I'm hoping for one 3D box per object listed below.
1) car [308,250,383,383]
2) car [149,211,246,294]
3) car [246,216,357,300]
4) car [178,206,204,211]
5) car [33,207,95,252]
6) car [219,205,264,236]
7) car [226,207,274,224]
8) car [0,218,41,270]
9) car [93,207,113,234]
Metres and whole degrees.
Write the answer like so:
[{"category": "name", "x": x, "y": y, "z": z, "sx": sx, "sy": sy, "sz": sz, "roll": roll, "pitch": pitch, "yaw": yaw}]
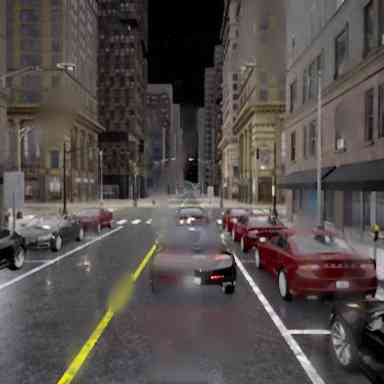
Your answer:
[{"category": "car", "x": 2.747, "y": 1.566, "z": 2.769, "sx": 1.947, "sy": 1.339, "sz": 4.313, "roll": -1, "pitch": 0, "yaw": 0}, {"category": "car", "x": 0.033, "y": 1.493, "z": 8.797, "sx": 2.128, "sy": 1.511, "sz": 4.902, "roll": 0, "pitch": 0, "yaw": 0}, {"category": "car", "x": 2.734, "y": 1.546, "z": 8.273, "sx": 1.887, "sy": 1.381, "sz": 4.507, "roll": -1, "pitch": 0, "yaw": 0}, {"category": "car", "x": -0.041, "y": 1.509, "z": 17.901, "sx": 1.837, "sy": 1.490, "sz": 4.892, "roll": 0, "pitch": 0, "yaw": 0}, {"category": "car", "x": -5.804, "y": 1.554, "z": 13.759, "sx": 2.008, "sy": 1.369, "sz": 4.403, "roll": -1, "pitch": 0, "yaw": 0}, {"category": "car", "x": 2.708, "y": 1.549, "z": 19.284, "sx": 1.887, "sy": 1.381, "sz": 4.507, "roll": -1, "pitch": 0, "yaw": 0}, {"category": "car", "x": 2.721, "y": 1.548, "z": 13.779, "sx": 1.887, "sy": 1.381, "sz": 4.507, "roll": -1, "pitch": 0, "yaw": 0}, {"category": "car", "x": -5.791, "y": 1.567, "z": 8.254, "sx": 1.947, "sy": 1.339, "sz": 4.313, "roll": -1, "pitch": 0, "yaw": 0}, {"category": "car", "x": -5.817, "y": 1.549, "z": 19.264, "sx": 1.887, "sy": 1.381, "sz": 4.507, "roll": -1, "pitch": 0, "yaw": 0}]
